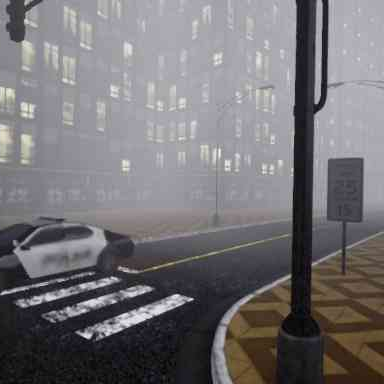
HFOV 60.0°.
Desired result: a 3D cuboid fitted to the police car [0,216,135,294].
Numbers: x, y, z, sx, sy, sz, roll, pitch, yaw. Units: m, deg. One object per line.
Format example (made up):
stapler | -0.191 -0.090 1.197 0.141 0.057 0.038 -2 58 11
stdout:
police car | -3.835 1.438 8.211 2.038 1.542 4.974 1 1 38
